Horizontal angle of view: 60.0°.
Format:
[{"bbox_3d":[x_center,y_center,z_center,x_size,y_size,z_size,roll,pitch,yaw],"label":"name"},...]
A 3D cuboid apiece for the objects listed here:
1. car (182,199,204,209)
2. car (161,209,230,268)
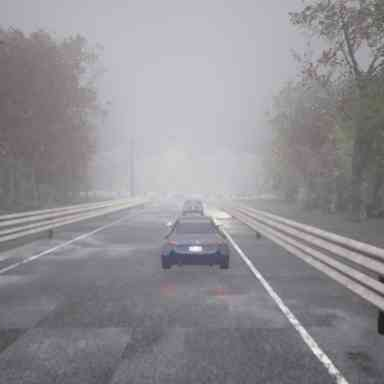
[{"bbox_3d":[0.096,1.355,29.715,2.033,1.411,5.357,0,0,0],"label":"car"},{"bbox_3d":[0.097,1.493,11.001,1.994,1.385,4.181,0,0,0],"label":"car"}]
